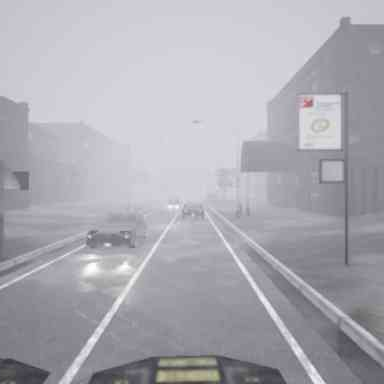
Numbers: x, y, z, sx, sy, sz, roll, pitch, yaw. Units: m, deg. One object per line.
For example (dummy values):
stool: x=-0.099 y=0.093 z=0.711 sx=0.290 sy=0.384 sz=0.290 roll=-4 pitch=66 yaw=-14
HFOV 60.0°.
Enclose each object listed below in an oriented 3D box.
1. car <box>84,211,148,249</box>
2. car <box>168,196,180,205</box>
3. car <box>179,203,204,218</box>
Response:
car: x=-3.103 y=1.554 z=14.843 sx=2.033 sy=1.411 sz=5.357 roll=0 pitch=0 yaw=0
car: x=-3.056 y=1.352 z=56.853 sx=2.128 sy=1.511 sz=4.902 roll=-1 pitch=-1 yaw=1
car: x=0.096 y=1.596 z=29.865 sx=1.895 sy=1.301 sz=4.718 roll=0 pitch=0 yaw=0
